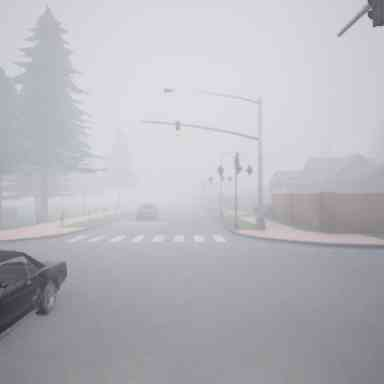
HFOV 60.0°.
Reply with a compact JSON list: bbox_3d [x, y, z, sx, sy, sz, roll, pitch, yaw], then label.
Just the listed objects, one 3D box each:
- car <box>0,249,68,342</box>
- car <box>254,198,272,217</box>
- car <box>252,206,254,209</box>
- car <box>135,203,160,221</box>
[{"bbox_3d":[-3.554,1.638,4.905,1.895,1.301,4.718,0,0,-1],"label":"car"},{"bbox_3d":[8.857,1.472,32.766,4.605,1.855,1.932,0,-1,-1],"label":"car"},{"bbox_3d":[8.443,1.499,35.276,3.866,1.878,1.905,0,-1,-1],"label":"car"},{"bbox_3d":[-3.961,1.785,30.166,1.837,1.490,4.892,0,0,0],"label":"car"}]
